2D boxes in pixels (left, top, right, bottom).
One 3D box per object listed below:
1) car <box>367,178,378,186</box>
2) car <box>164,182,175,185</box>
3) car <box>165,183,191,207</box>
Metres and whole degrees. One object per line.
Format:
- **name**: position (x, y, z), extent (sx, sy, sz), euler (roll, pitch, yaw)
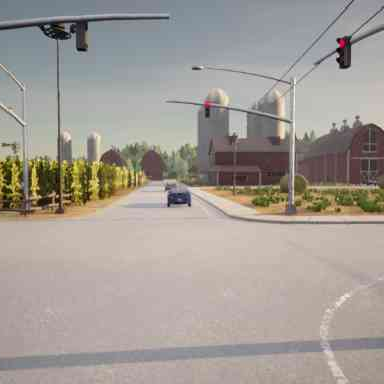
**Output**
- **car**: position (42.328, -2.370, 77.602), extent (1.905, 1.878, 3.866), euler (10, 10, 41)
- **car**: position (-3.369, -0.839, 52.889), extent (2.128, 1.511, 4.902), euler (0, 3, -5)
- **car**: position (-1.127, 0.332, 27.659), extent (1.882, 1.535, 5.008), euler (0, 3, -5)
